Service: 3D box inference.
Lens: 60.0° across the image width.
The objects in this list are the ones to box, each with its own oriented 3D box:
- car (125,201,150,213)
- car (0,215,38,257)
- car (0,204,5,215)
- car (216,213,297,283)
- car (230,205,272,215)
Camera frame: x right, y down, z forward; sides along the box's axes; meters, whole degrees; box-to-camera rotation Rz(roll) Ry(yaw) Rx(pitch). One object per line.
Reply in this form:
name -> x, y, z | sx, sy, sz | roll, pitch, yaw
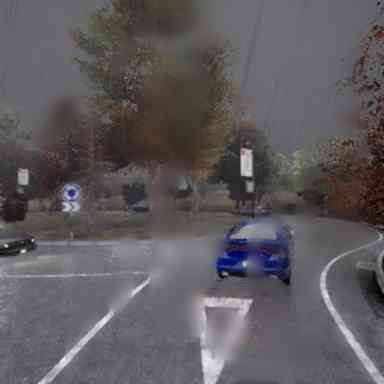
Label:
car -> -6.724, 1.981, 44.868 | 4.553, 1.767, 2.097 | 1, -1, 0
car -> -8.574, 1.711, 12.260 | 5.357, 1.411, 2.033 | 0, -1, 10
car -> -20.473, 2.032, 35.792 | 1.837, 1.490, 4.892 | -1, 0, 28
car -> 2.134, 1.617, 10.283 | 1.882, 1.535, 5.008 | -1, -1, 19
car -> 6.893, 2.194, 39.200 | 2.033, 1.411, 5.357 | 1, -1, -38
